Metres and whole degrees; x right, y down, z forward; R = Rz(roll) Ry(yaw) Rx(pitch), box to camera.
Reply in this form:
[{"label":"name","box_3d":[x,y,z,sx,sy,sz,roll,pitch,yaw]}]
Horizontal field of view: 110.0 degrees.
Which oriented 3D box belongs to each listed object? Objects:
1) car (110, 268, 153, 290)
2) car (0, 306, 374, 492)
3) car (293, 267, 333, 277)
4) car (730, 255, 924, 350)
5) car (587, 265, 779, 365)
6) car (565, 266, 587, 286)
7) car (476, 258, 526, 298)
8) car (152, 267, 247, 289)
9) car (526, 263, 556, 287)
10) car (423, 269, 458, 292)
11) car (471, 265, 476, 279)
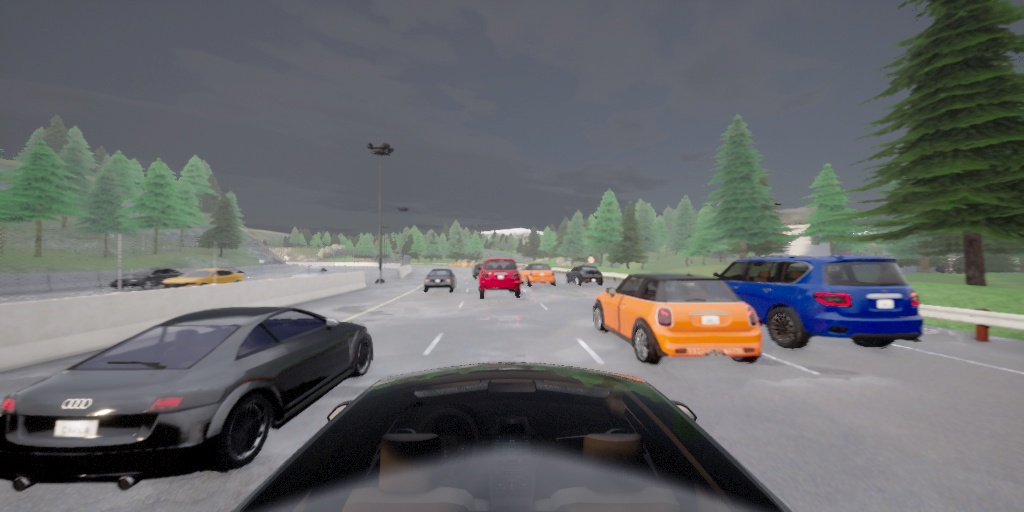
[{"label":"car","box_3d":[-26.285,1.611,26.146,1.837,1.490,4.892,0,-1,-8]},{"label":"car","box_3d":[-3.493,1.360,4.866,1.994,1.385,4.181,0,-1,-1]},{"label":"car","box_3d":[-16.108,1.614,29.217,1.812,1.442,4.674,0,-1,-8]},{"label":"car","box_3d":[6.900,1.016,9.395,2.150,2.045,5.566,0,0,-2]},{"label":"car","box_3d":[3.402,1.152,8.377,2.097,1.767,4.553,0,-1,-2]},{"label":"car","box_3d":[5.446,1.482,27.525,1.837,1.490,4.892,0,-1,-7]},{"label":"car","box_3d":[-0.780,1.154,20.216,2.150,2.045,5.566,0,-1,-5]},{"label":"car","box_3d":[-18.753,1.509,22.079,1.882,1.535,5.008,0,-1,-6]},{"label":"car","box_3d":[1.889,1.346,27.678,2.097,1.767,4.553,0,-1,-7]},{"label":"car","box_3d":[-4.619,1.530,23.472,2.033,1.411,5.357,0,-1,-6]},{"label":"car","box_3d":[-3.257,1.626,38.380,1.837,1.490,4.892,0,-1,-10]}]
